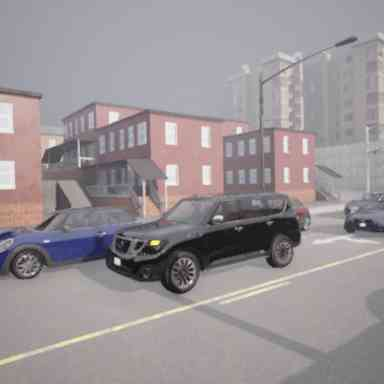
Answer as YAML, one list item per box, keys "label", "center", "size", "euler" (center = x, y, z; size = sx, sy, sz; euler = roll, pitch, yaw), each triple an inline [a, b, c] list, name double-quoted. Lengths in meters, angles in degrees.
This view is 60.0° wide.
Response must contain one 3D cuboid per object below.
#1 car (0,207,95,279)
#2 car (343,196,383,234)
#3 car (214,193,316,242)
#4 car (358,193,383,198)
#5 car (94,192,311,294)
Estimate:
- label: "car"
  center: [-3.639, 1.284, 10.043]
  size: [4.553, 1.767, 2.097]
  euler: [-2, 1, -37]
- label: "car"
  center: [8.613, 1.100, 14.830]
  size: [4.181, 1.385, 1.994]
  euler: [-2, 1, -36]
- label: "car"
  center: [3.441, 1.014, 15.340]
  size: [4.553, 1.767, 2.097]
  euler: [-2, 1, -37]
- label: "car"
  center: [11.772, 0.835, 21.564]
  size: [4.902, 1.511, 2.128]
  euler: [-2, 1, -37]
- label: "car"
  center: [0.590, 1.064, 8.838]
  size: [5.566, 2.045, 2.150]
  euler: [-2, 1, -37]
